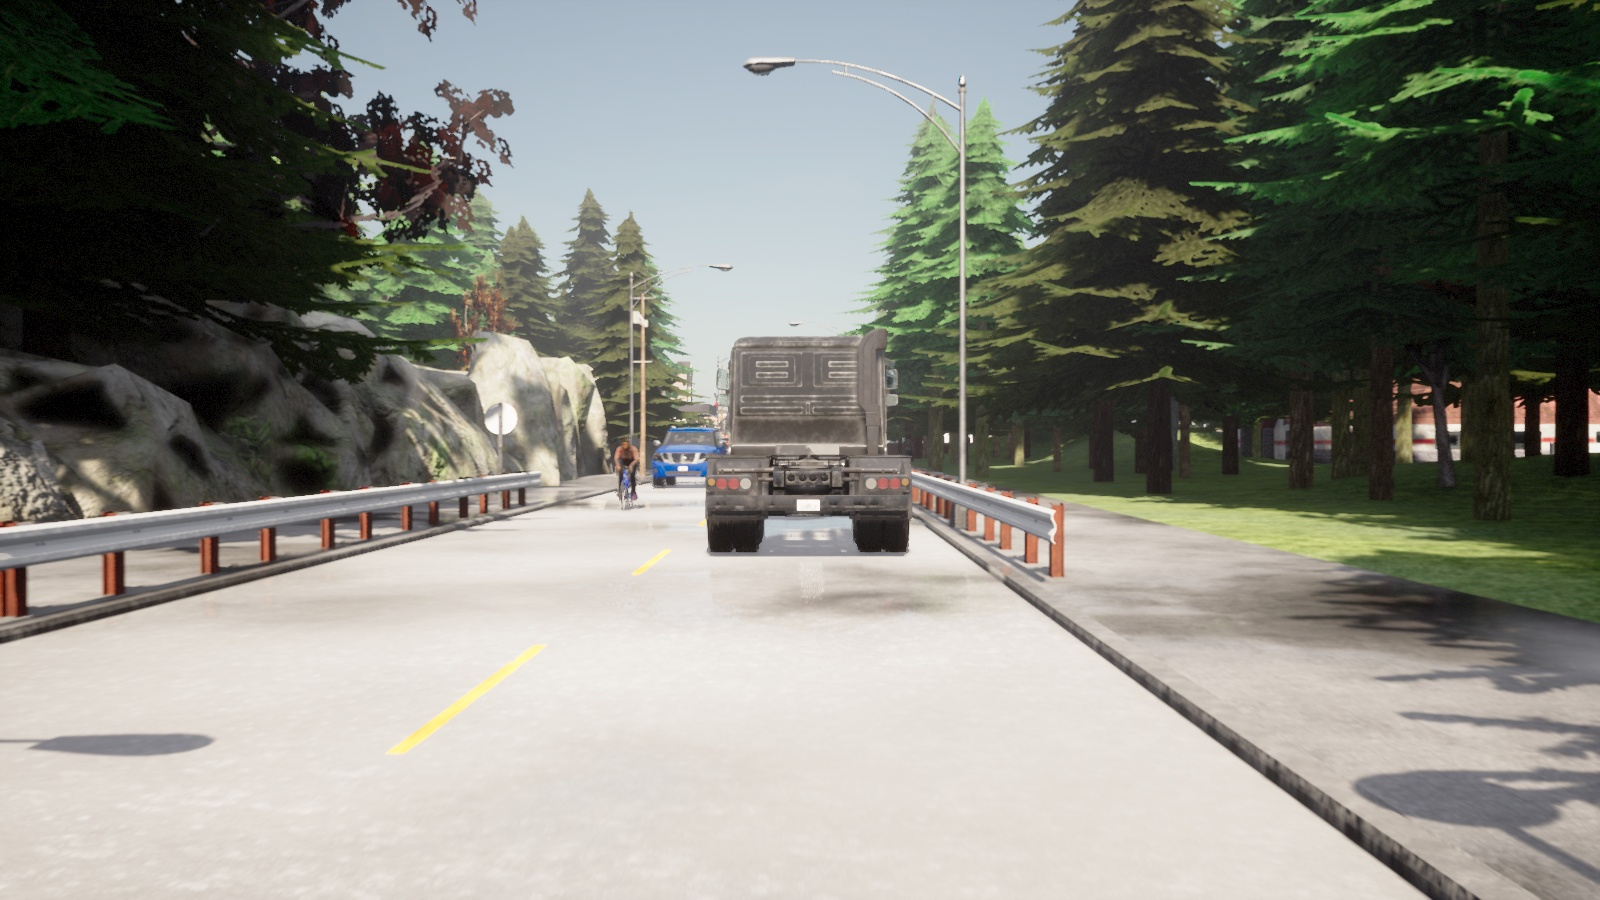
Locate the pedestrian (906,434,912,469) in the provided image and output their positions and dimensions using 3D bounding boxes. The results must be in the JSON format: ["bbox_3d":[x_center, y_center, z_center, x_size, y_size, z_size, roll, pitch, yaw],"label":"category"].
[{"bbox_3d":[5.657,0.093,65.239,0.328,1.805,0.869,0,0,4],"label":"pedestrian"}]

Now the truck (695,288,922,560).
[{"bbox_3d":[0.125,-0.348,19.953,2.891,3.462,7.936,0,0,0],"label":"truck"}]

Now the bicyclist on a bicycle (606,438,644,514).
[{"bbox_3d":[-3.831,0.541,27.547,0.582,1.620,1.656,0,1,0],"label":"bicyclist on a bicycle"}]

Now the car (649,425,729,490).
[{"bbox_3d":[-3.701,0.221,42.767,2.150,2.045,5.566,0,0,1],"label":"car"}]

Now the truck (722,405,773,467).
[{"bbox_3d":[-3.316,-0.879,81.486,2.891,3.827,8.468,0,0,1],"label":"truck"}]
